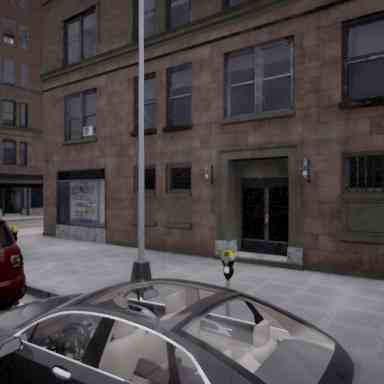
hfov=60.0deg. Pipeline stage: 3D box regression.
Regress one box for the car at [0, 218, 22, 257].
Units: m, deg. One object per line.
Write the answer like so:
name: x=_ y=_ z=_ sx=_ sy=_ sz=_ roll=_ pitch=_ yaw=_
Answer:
car: x=-5.210 y=1.313 z=6.352 sx=5.009 sy=1.841 sz=2.192 roll=0 pitch=0 yaw=34

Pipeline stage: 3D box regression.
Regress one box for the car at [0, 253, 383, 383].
car: x=-0.516 y=1.550 z=3.150 sx=4.403 sy=1.369 sz=2.008 roll=0 pitch=0 yaw=34
